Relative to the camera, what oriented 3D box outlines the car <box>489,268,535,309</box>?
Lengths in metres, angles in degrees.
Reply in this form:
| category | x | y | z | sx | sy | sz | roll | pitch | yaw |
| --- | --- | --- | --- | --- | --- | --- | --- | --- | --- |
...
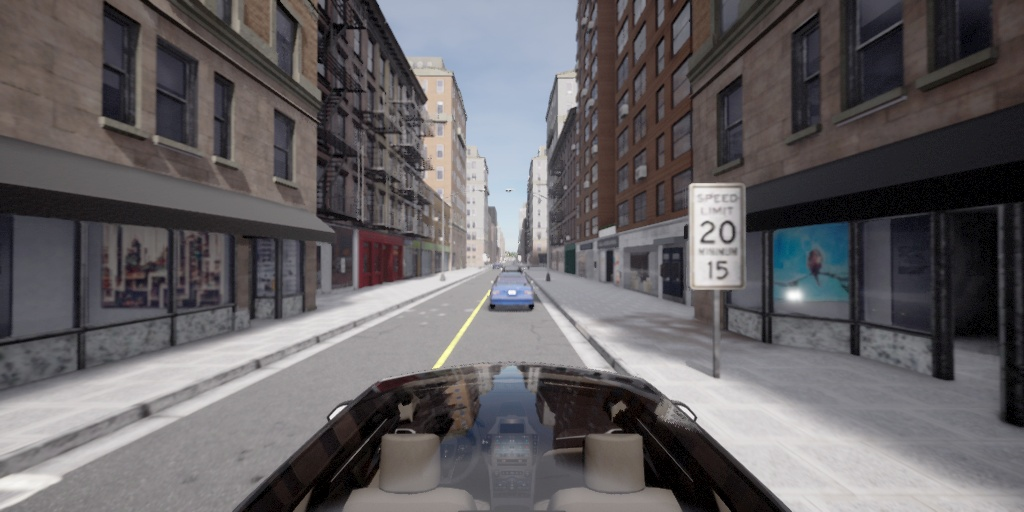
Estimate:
| category | x | y | z | sx | sy | sz | roll | pitch | yaw |
| --- | --- | --- | --- | --- | --- | --- | --- | --- | --- |
| car | 0.003 | 1.430 | 15.837 | 2.033 | 1.411 | 5.357 | 0 | -1 | 0 |

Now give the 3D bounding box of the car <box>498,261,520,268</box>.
| category | x | y | z | sx | sy | sz | roll | pitch | yaw |
| --- | --- | --- | --- | --- | --- | --- | --- | --- | --- |
| car | 0.012 | 1.506 | 31.328 | 1.882 | 1.535 | 5.008 | 0 | 0 | 0 |
